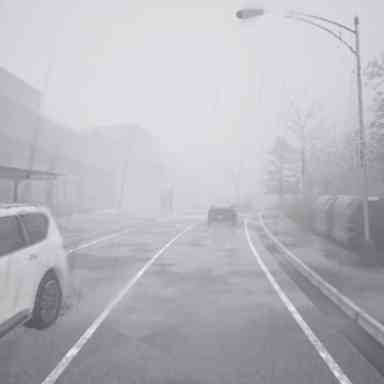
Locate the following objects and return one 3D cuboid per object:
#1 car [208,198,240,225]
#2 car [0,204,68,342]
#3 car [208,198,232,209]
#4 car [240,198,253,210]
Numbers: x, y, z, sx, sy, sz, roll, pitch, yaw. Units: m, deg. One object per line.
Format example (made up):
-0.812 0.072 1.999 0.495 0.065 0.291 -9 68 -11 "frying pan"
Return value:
2.259 1.446 23.841 1.882 1.535 5.008 -1 0 10 "car"
-3.454 1.224 4.031 2.150 2.045 5.566 0 0 2 "car"
4.009 1.548 46.107 2.033 1.411 5.357 -2 0 19 "car"
6.334 1.434 41.101 1.812 1.442 4.674 -2 0 16 "car"
